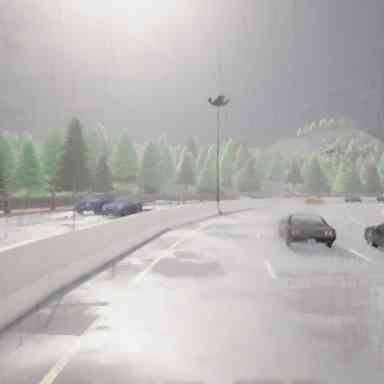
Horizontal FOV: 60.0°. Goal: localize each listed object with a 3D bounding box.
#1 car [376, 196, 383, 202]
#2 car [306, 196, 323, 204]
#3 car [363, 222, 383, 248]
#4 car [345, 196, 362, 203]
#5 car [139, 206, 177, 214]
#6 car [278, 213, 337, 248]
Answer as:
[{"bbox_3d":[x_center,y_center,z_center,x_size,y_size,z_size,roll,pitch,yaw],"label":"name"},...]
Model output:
[{"bbox_3d":[47.800,1.708,82.334,4.892,1.490,1.837,1,0,-27],"label":"car"},{"bbox_3d":[23.696,1.577,64.273,1.882,1.535,5.008,1,0,42],"label":"car"},{"bbox_3d":[8.021,1.602,12.016,2.033,1.411,5.357,1,0,9],"label":"car"},{"bbox_3d":[36.061,1.629,74.345,4.902,1.511,2.128,0,0,-36],"label":"car"},{"bbox_3d":[-2.688,1.434,28.724,1.812,1.442,4.674,1,0,17],"label":"car"},{"bbox_3d":[5.000,1.618,15.075,1.895,1.301,4.718,1,0,10],"label":"car"}]
